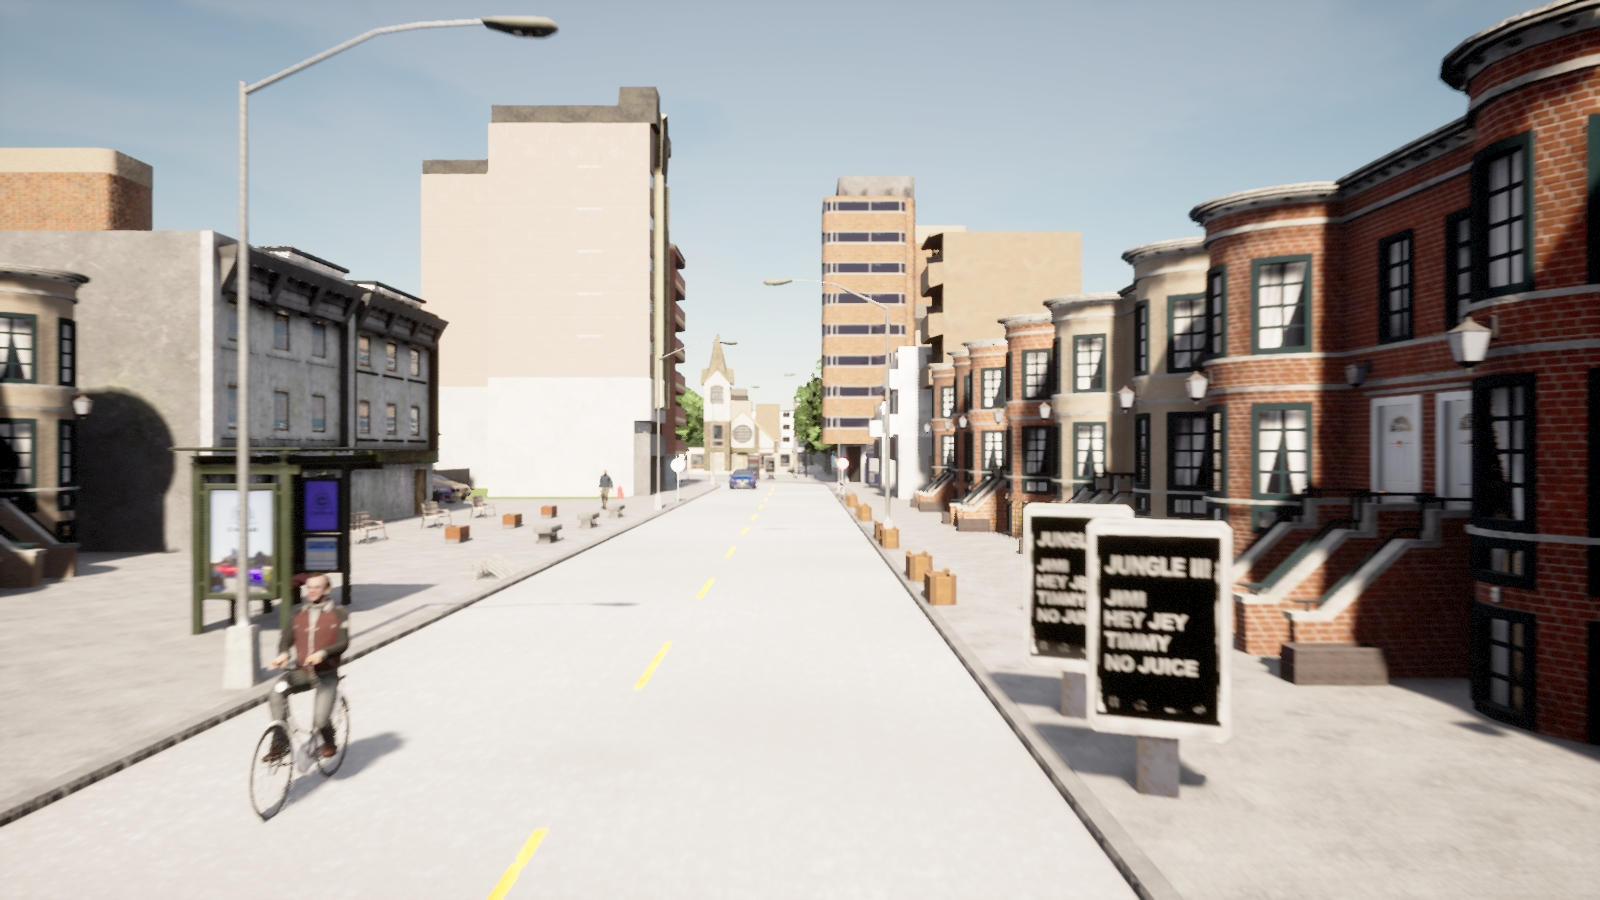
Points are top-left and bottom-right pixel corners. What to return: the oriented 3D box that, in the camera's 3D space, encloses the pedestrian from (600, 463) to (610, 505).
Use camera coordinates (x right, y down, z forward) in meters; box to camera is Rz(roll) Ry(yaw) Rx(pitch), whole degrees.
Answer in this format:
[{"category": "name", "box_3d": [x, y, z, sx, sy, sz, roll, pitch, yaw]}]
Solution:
[{"category": "pedestrian", "box_3d": [-8.759, 1.526, 51.315, 0.375, 1.860, 0.375, 0, 0, -3]}]
